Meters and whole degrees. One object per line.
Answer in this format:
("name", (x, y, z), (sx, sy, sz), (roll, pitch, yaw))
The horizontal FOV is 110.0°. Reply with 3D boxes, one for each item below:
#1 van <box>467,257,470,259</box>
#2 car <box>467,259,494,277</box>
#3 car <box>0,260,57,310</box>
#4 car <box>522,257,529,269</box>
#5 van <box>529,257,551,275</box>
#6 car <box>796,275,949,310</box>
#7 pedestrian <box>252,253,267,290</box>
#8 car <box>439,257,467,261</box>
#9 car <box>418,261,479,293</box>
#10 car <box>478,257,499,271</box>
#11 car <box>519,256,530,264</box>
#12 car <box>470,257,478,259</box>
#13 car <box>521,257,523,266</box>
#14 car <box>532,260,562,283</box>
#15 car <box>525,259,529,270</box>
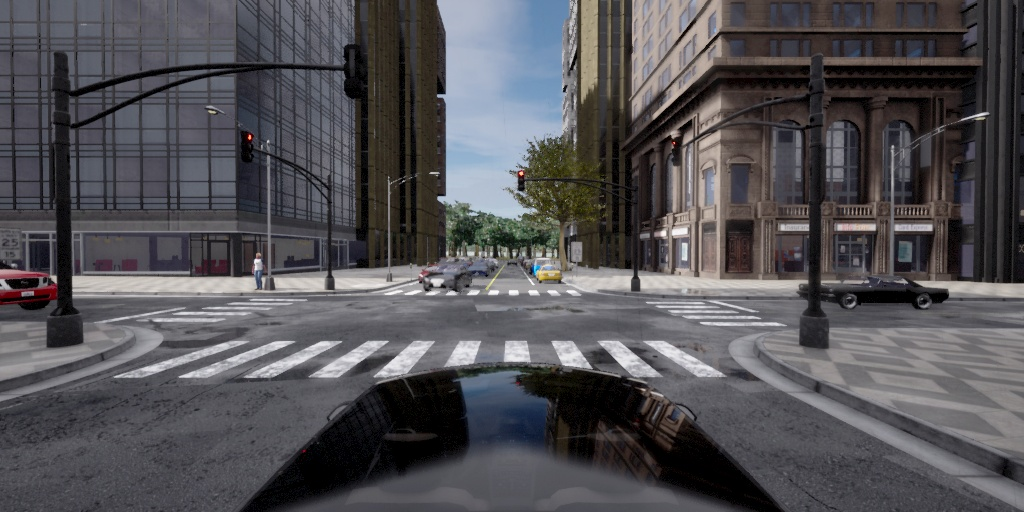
("van", (-5.795, 1.049, 38.334), (1.690, 1.789, 3.998), (0, 0, 0))
("car", (-3.123, 1.263, 34.520), (2.033, 1.411, 5.357), (0, 0, 0))
("car", (-18.383, 0.841, 11.542), (5.566, 2.045, 2.150), (1, 1, 0))
("car", (2.721, 1.207, 49.879), (1.751, 1.417, 4.829), (0, 0, 0))
("van", (2.735, 1.059, 32.670), (1.690, 1.789, 3.998), (0, 0, 0))
("car", (14.698, 1.443, 14.844), (4.718, 1.301, 1.895), (0, 1, 0))
("pedestrian", (-12.537, 0.740, 17.796), (0.375, 1.860, 0.375), (0, 0, 0))
("car", (-5.790, 1.033, 32.654), (2.192, 1.841, 5.009), (0, 0, 0))
("car", (-3.568, 1.219, 20.691), (2.128, 1.511, 4.902), (0, 0, 6))
("car", (-3.127, 1.184, 45.590), (2.128, 1.511, 4.902), (0, 0, 0))
("car", (2.711, 1.201, 61.067), (2.007, 1.370, 4.403), (0, 0, 0))
("car", (-5.800, 1.010, 44.014), (2.192, 1.841, 5.009), (0, 0, 0))
("car", (2.716, 1.211, 55.388), (1.888, 1.381, 4.507), (0, 0, 0))
("car", (2.740, 1.253, 27.160), (1.751, 1.417, 4.829), (0, 0, 0))
("car", (2.730, 1.274, 38.349), (1.948, 1.339, 4.313), (0, 0, 0))
